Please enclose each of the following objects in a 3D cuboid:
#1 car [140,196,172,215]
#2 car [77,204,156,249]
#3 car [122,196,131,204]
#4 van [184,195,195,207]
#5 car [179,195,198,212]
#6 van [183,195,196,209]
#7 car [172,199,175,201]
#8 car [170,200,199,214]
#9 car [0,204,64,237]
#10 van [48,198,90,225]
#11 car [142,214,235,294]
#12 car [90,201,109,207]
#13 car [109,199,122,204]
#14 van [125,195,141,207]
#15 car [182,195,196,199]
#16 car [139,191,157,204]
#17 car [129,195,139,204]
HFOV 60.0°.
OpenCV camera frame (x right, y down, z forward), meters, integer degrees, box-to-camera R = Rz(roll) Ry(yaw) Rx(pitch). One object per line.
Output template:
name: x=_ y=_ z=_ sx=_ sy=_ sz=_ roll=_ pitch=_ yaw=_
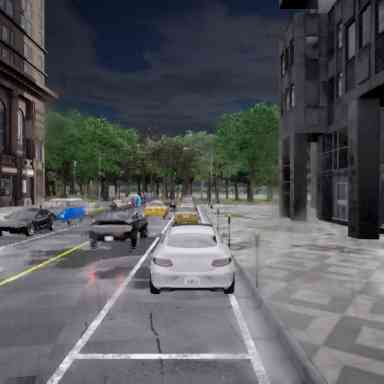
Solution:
car: x=-3.146 y=1.460 z=29.886 sx=1.801 sy=1.575 sz=5.366 roll=0 pitch=0 yaw=0
car: x=-3.045 y=1.492 z=14.634 sx=2.128 sy=1.511 sz=4.902 roll=0 pitch=0 yaw=0
car: x=-8.909 y=1.534 z=39.716 sx=1.752 sy=1.417 sz=4.829 roll=0 pitch=0 yaw=0
van: x=-0.384 y=1.356 z=50.761 sx=1.690 sy=1.788 sz=3.998 roll=0 pitch=0 yaw=0
car: x=-0.384 y=1.324 z=39.886 sx=2.192 sy=1.841 sz=5.009 roll=0 pitch=0 yaw=0
van: x=-0.384 y=1.353 z=45.324 sx=1.690 sy=1.788 sz=3.998 roll=0 pitch=0 yaw=0
car: x=-3.046 y=1.613 z=45.368 sx=1.895 sy=1.301 sz=4.718 roll=0 pitch=0 yaw=0
car: x=-0.384 y=1.528 z=23.743 sx=1.752 sy=1.417 sz=4.829 roll=0 pitch=0 yaw=0
car: x=-8.909 y=1.567 z=18.136 sx=1.947 sy=1.339 sz=4.313 roll=0 pitch=0 yaw=0
van: x=-8.909 y=1.344 z=23.573 sx=1.690 sy=1.788 sz=3.998 roll=0 pitch=0 yaw=0
car: x=0.003 y=1.526 z=8.650 sx=1.812 sy=1.442 sz=4.674 roll=0 pitch=0 yaw=0
car: x=-8.909 y=1.530 z=28.841 sx=1.752 sy=1.417 sz=4.829 roll=0 pitch=0 yaw=0
car: x=-8.909 y=1.572 z=34.448 sx=1.947 sy=1.339 sz=4.313 roll=0 pitch=0 yaw=0
van: x=-8.910 y=1.356 z=50.762 sx=1.690 sy=1.788 sz=3.998 roll=0 pitch=0 yaw=0
car: x=-0.384 y=1.447 z=34.448 sx=1.967 sy=1.590 sz=4.097 roll=0 pitch=0 yaw=0
car: x=-6.145 y=0.893 z=48.115 sx=2.150 sy=2.045 sz=5.566 roll=0 pitch=0 yaw=0
car: x=-8.910 y=1.452 z=45.324 sx=1.967 sy=1.590 sz=4.097 roll=0 pitch=0 yaw=0
